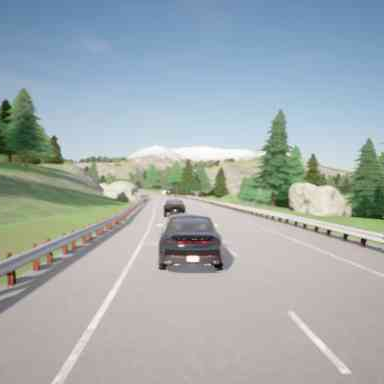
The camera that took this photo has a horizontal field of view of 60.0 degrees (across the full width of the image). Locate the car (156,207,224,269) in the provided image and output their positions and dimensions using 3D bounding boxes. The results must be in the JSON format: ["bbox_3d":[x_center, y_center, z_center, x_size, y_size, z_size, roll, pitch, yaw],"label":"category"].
[{"bbox_3d":[-0.120,1.467,10.995,1.837,1.490,4.892,1,0,-3],"label":"car"}]

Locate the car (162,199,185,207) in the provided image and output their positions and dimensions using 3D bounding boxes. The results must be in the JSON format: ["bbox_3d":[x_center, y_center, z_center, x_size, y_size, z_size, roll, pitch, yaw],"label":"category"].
[{"bbox_3d":[-1.626,1.365,29.980,1.882,1.535,5.008,1,0,-5],"label":"car"}]
